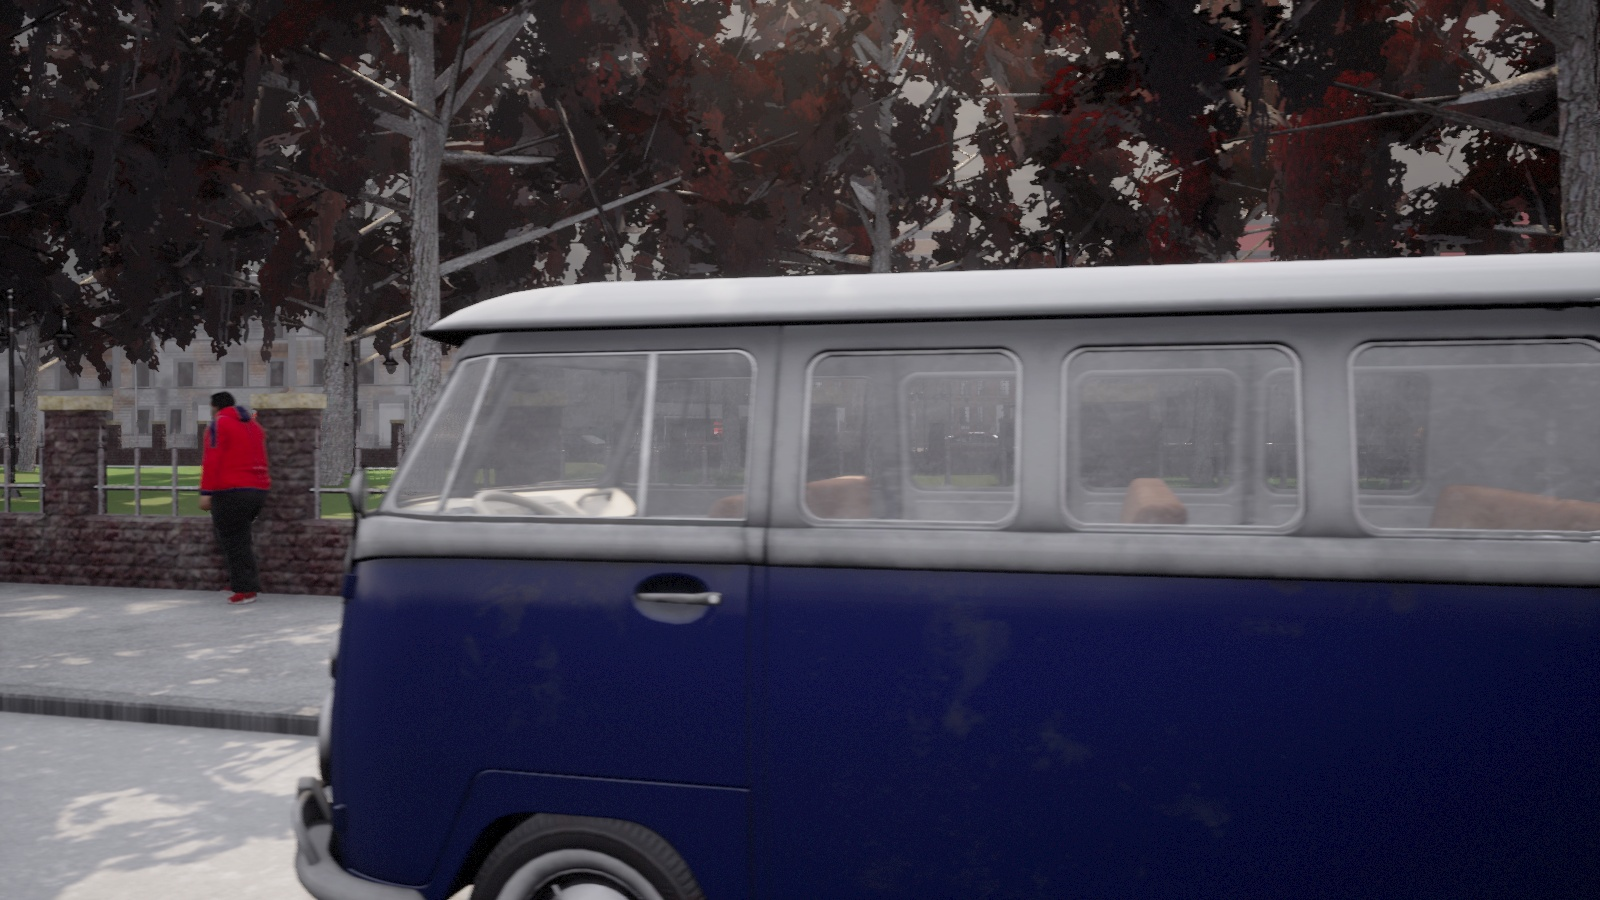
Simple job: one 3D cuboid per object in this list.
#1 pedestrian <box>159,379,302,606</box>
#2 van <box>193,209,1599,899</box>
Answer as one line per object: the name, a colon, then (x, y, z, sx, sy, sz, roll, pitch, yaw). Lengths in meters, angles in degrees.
pedestrian: (-4.790, 0.336, 10.594, 0.899, 1.844, 0.634, 1, 1, 17)
van: (0.876, 0.527, 3.411, 4.442, 1.987, 1.775, 1, 1, 14)
